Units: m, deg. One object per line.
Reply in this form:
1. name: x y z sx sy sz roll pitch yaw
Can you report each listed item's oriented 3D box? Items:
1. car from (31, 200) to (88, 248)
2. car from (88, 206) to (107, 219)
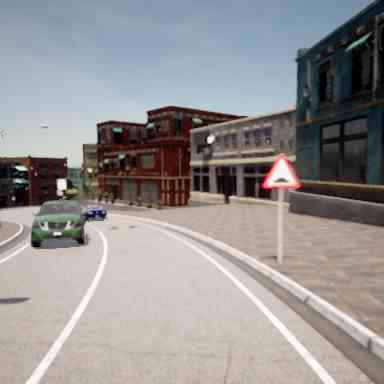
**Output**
1. car: -6.451 1.441 16.481 2.150 2.045 5.566 -1 -1 -18
2. car: -9.889 1.984 32.336 1.895 1.301 4.718 -3 0 -33
